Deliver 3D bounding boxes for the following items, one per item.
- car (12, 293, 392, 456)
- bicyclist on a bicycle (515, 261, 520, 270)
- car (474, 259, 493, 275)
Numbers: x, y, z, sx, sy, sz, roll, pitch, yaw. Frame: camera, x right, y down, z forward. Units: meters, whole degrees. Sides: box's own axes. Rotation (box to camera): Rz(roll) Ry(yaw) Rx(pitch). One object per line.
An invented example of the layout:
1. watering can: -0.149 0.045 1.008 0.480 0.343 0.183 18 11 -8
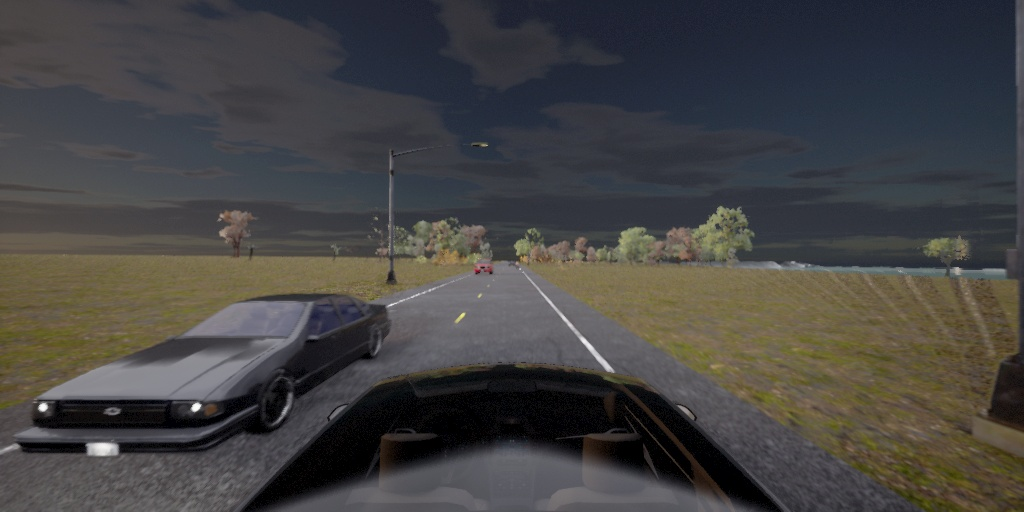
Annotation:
1. car: -3.602 1.335 5.812 2.033 1.411 5.357 0 -1 0
2. bicyclist on a bicycle: 0.960 1.712 59.328 0.866 1.612 1.509 0 -1 0
3. car: -3.580 1.380 46.270 2.150 2.045 5.566 0 -1 0
